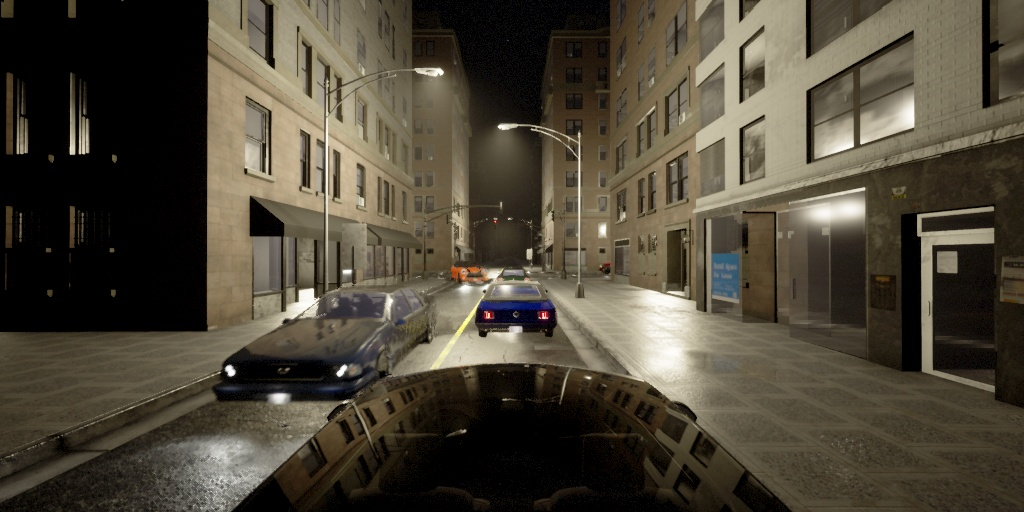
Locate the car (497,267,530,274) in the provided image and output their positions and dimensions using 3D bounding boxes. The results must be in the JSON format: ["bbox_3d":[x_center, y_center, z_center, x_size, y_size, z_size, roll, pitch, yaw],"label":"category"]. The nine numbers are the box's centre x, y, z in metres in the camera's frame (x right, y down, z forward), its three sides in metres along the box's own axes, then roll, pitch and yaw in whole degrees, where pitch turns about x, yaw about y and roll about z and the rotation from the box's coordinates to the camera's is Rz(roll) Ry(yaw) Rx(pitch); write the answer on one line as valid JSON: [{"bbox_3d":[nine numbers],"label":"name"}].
[{"bbox_3d":[0.086,1.321,20.115,1.994,1.385,4.181,0,0,0],"label":"car"}]

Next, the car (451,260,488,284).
[{"bbox_3d":[-3.329,1.114,27.610,2.097,1.767,4.553,0,0,-19],"label":"car"}]

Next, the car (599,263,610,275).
[{"bbox_3d":[12.060,1.254,37.495,5.008,1.535,1.882,0,0,0],"label":"car"}]

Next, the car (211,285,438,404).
[{"bbox_3d":[-2.754,1.297,6.901,2.033,1.411,5.357,0,0,0],"label":"car"}]

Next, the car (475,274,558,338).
[{"bbox_3d":[0.096,1.352,10.226,1.895,1.301,4.718,0,0,0],"label":"car"}]
